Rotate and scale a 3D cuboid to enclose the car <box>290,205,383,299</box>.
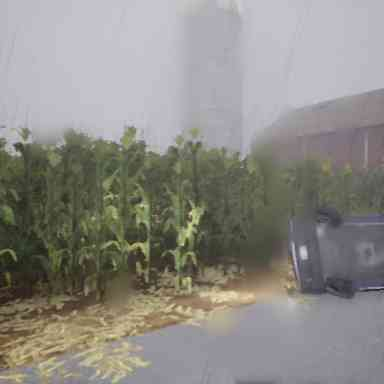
[{"bbox_3d":[4.569,1.489,8.271,4.718,1.895,1.301,1,-16,-14],"label":"car"}]
